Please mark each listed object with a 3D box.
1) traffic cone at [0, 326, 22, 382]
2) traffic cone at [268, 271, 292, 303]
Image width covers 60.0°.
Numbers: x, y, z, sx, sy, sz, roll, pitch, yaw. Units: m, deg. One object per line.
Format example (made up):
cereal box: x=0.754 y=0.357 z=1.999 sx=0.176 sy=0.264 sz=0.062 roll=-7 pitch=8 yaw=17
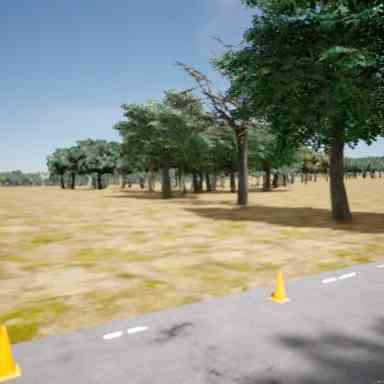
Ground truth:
traffic cone: x=-2.287 y=1.927 z=4.050 sx=0.340 sy=0.580 sz=0.340 roll=0 pitch=0 yaw=-35
traffic cone: x=1.822 y=1.937 z=6.895 sx=0.340 sy=0.580 sz=0.340 roll=0 pitch=0 yaw=-35
